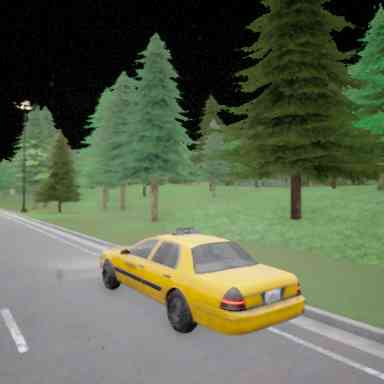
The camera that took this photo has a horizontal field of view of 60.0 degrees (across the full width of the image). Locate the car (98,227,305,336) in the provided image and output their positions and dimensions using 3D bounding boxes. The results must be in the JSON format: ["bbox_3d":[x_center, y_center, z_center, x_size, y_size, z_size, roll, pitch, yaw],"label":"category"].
[{"bbox_3d":[-0.326,1.503,6.970,1.801,1.575,5.366,1,0,-36],"label":"car"}]
